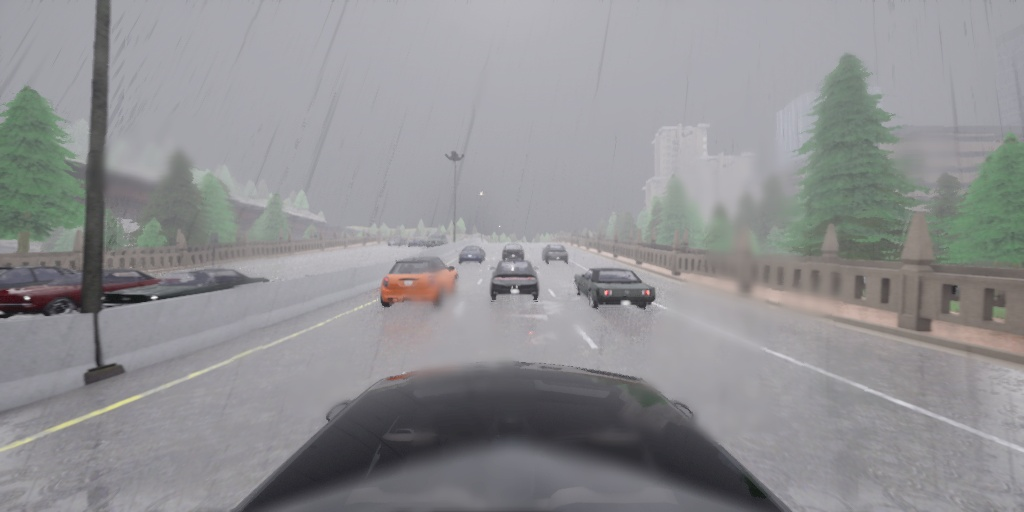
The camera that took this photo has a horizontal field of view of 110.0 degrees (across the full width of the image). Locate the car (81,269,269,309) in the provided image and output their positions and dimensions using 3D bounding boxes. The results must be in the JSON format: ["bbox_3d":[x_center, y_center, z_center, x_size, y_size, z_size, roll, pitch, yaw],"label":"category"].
[{"bbox_3d":[-10.599,1.149,12.039,1.895,1.301,4.718,0,2,0],"label":"car"}]

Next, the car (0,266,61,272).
[{"bbox_3d":[-17.598,1.075,12.549,2.033,1.411,5.357,0,2,0],"label":"car"}]

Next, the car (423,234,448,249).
[{"bbox_3d":[-10.572,-2.130,50.920,2.150,2.045,5.566,0,5,0],"label":"car"}]

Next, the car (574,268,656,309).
[{"bbox_3d":[3.601,1.086,13.520,1.895,1.301,4.718,0,3,0],"label":"car"}]

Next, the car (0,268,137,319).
[{"bbox_3d":[-14.098,1.150,12.028,1.895,1.301,4.718,0,2,0],"label":"car"}]

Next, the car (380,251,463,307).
[{"bbox_3d":[-3.399,0.816,13.974,2.097,1.767,4.553,0,3,0],"label":"car"}]

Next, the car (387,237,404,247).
[{"bbox_3d":[-17.550,-2.188,55.014,2.128,1.511,4.902,0,5,0],"label":"car"}]

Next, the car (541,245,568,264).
[{"bbox_3d":[3.604,-0.225,30.517,2.128,1.511,4.902,0,5,0],"label":"car"}]

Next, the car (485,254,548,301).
[{"bbox_3d":[0.101,0.901,15.086,2.128,1.511,4.902,0,3,0],"label":"car"}]

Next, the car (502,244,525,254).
[{"bbox_3d":[0.104,-0.369,32.140,1.882,1.535,5.008,0,5,0],"label":"car"}]

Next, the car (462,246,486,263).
[{"bbox_3d":[-3.396,-0.195,31.048,1.994,1.385,4.181,0,5,0],"label":"car"}]

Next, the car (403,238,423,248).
[{"bbox_3d":[-14.066,-1.925,53.105,1.895,1.301,4.718,0,5,0],"label":"car"}]
